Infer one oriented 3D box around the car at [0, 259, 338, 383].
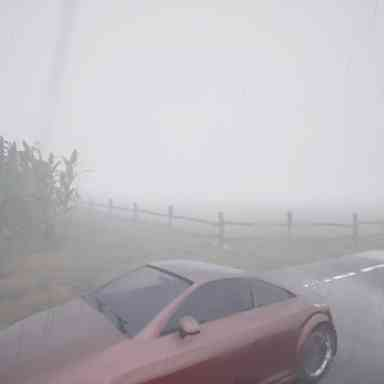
[{"bbox_3d":[-0.198,1.563,3.851,4.181,1.385,1.994,0,0,-35],"label":"car"}]
